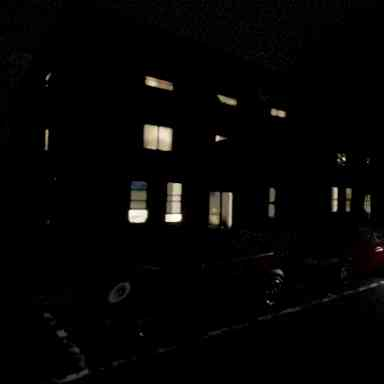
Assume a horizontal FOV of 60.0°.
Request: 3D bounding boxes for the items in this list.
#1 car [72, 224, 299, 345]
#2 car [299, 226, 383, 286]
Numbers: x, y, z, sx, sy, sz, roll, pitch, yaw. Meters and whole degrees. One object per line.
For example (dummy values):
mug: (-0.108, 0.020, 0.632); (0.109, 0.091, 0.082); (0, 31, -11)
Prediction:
car: (-0.125, 1.477, 6.411); (4.097, 1.590, 1.967); (1, 1, -35)
car: (4.502, 1.679, 9.712); (4.206, 1.307, 1.802); (1, 1, -35)
